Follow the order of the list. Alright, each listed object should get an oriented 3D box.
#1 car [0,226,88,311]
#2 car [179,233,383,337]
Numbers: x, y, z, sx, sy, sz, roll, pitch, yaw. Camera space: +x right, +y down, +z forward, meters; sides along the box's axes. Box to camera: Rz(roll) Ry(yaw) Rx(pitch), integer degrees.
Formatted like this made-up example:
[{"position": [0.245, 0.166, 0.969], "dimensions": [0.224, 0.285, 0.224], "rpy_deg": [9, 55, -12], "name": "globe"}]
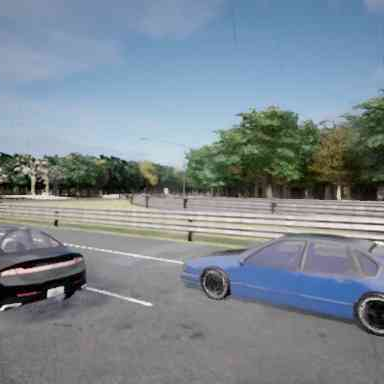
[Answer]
[{"position": [-4.291, 1.492, 7.107], "dimensions": [4.902, 1.511, 2.128], "rpy_deg": [0, 0, 36], "name": "car"}, {"position": [2.326, 1.551, 6.644], "dimensions": [5.357, 1.411, 2.033], "rpy_deg": [0, 0, 36], "name": "car"}]
